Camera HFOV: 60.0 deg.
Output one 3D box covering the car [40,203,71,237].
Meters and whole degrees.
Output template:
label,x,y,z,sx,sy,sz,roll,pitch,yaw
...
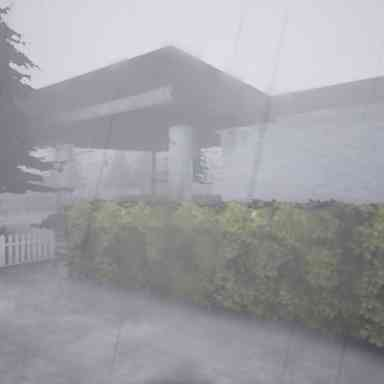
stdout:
label,x,y,z,sx,sy,sz,roll,pitch,yaw
car,-6.201,1.455,17.534,3.866,1.878,1.905,-1,0,35
